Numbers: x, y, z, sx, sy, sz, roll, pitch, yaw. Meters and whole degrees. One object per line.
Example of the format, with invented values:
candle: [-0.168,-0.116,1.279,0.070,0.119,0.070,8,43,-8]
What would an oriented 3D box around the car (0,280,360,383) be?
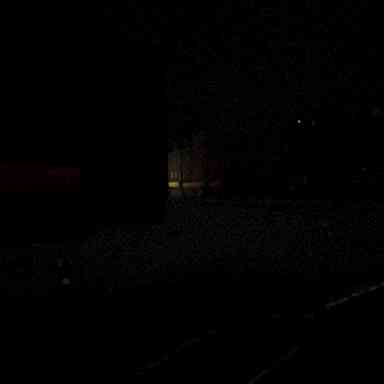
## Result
car: [-0.459,1.539,2.476,4.313,1.339,1.947,-2,2,-35]
